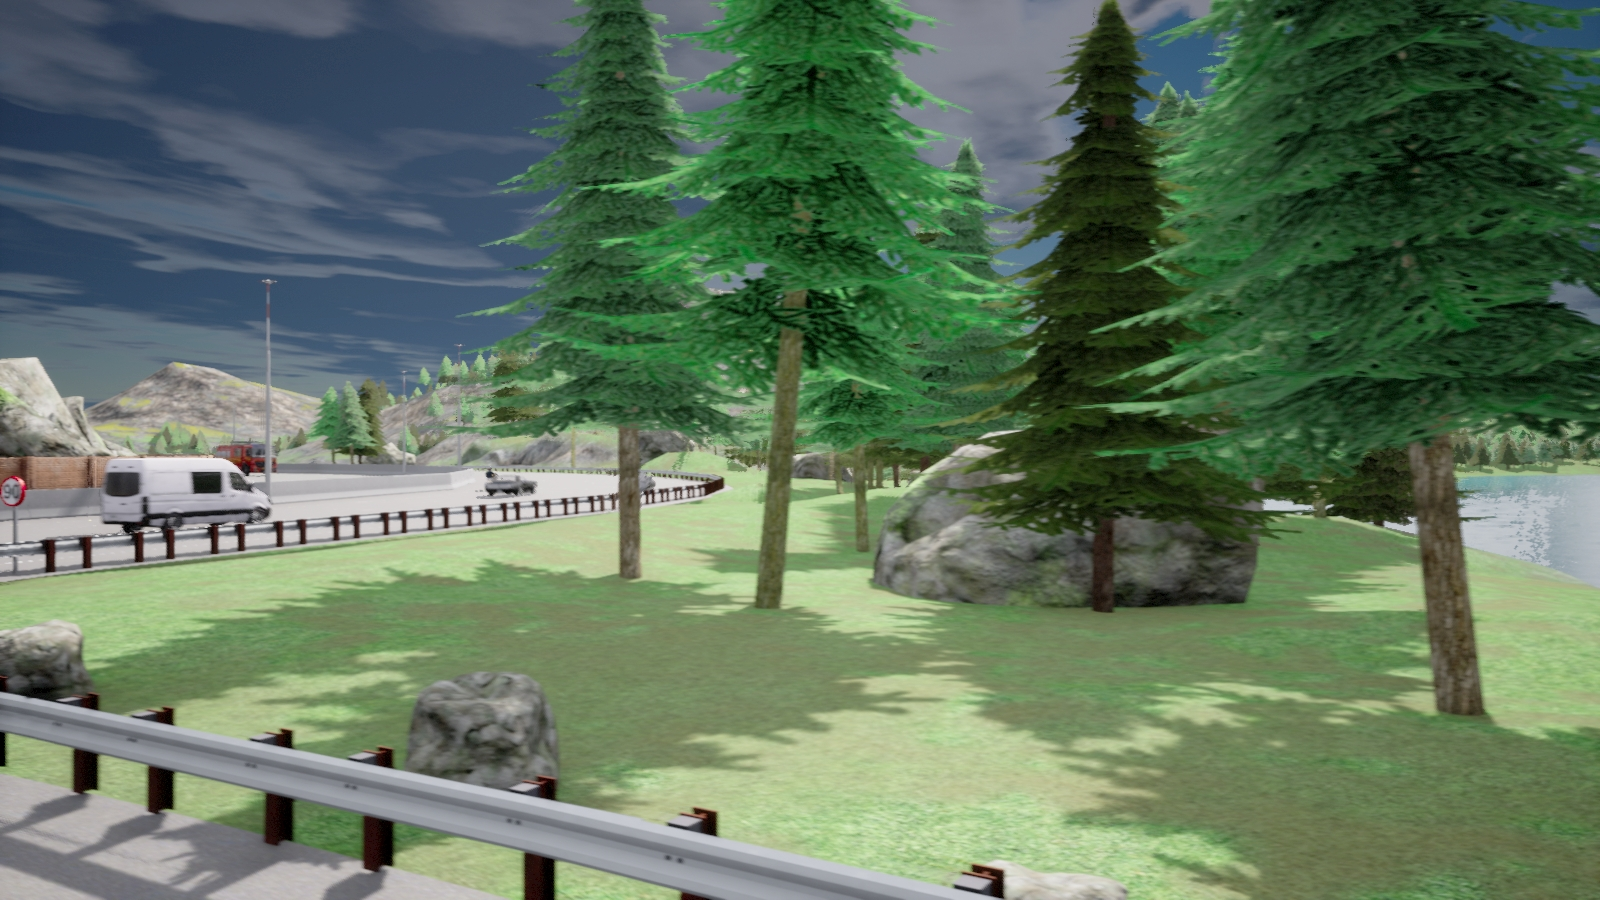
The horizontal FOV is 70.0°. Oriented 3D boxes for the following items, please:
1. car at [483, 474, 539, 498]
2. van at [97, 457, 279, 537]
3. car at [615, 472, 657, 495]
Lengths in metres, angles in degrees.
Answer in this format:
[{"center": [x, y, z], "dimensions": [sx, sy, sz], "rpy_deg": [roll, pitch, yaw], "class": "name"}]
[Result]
[{"center": [-17.786, 2.184, 70.525], "dimensions": [1.895, 1.301, 4.718], "rpy_deg": [0, 0, 5], "class": "car"}, {"center": [-21.361, 1.558, 40.246], "dimensions": [1.988, 2.561, 5.915], "rpy_deg": [0, 0, 18], "class": "van"}, {"center": [-10.635, 2.143, 74.371], "dimensions": [1.994, 1.385, 4.181], "rpy_deg": [0, 0, 2], "class": "car"}]
